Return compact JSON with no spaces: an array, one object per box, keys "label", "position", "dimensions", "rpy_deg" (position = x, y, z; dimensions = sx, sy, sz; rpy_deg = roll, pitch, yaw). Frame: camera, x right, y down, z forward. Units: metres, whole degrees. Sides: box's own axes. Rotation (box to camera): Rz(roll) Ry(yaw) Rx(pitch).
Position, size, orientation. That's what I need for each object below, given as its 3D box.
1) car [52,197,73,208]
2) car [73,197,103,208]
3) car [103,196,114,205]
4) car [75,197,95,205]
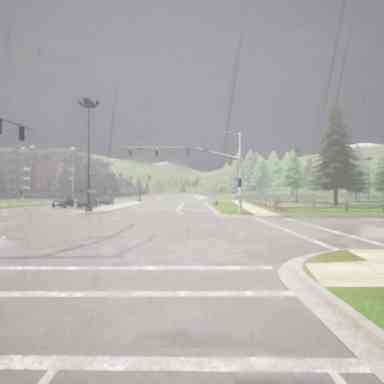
[{"label":"car","position":[-18.461,1.472,47.766],"dimensions":[2.128,1.511,4.902],"rpy_deg":[0,0,0]},{"label":"car","position":[-14.957,1.528,48.148],"dimensions":[2.033,1.411,5.357],"rpy_deg":[0,0,0]},{"label":"car","position":[-14.949,1.481,58.230],"dimensions":[1.837,1.490,4.892],"rpy_deg":[0,0,0]},{"label":"car","position":[-18.450,1.540,57.519],"dimensions":[1.994,1.385,4.181],"rpy_deg":[0,0,0]}]
